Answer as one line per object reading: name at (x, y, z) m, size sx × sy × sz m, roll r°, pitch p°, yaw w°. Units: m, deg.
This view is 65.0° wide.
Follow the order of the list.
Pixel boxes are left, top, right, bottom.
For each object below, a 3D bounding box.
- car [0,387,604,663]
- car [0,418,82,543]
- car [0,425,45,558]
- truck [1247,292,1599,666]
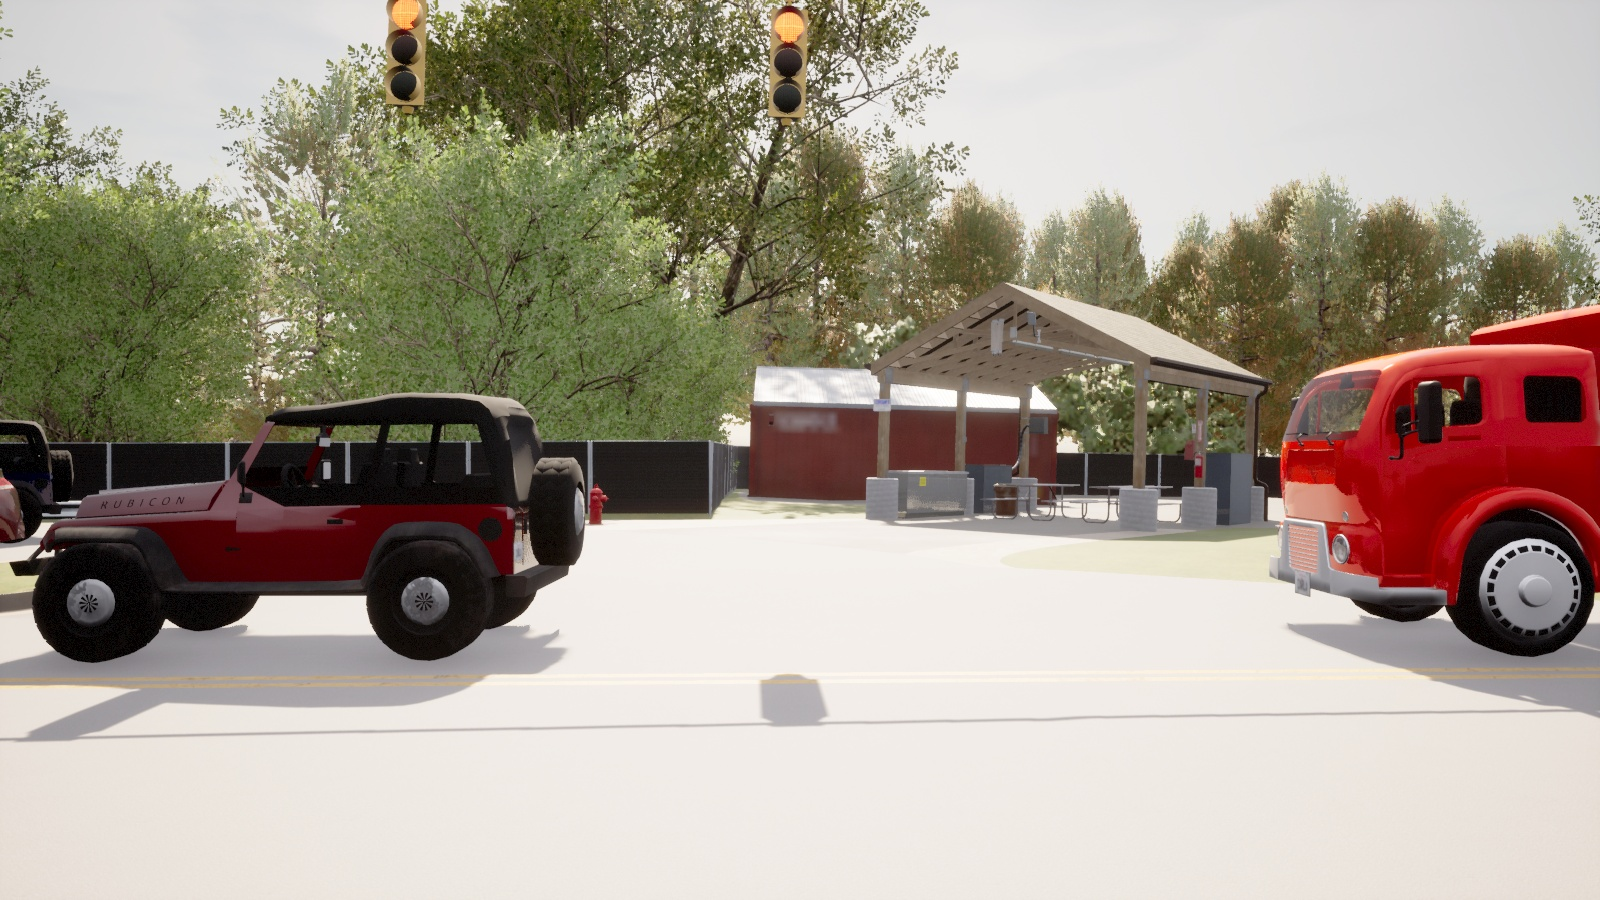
car at (-3.577, 0.518, 9.586) m, size 3.866 × 1.878 × 1.905 m, roll 0°, pitch 0°, yaw 0°
car at (-13.278, 0.428, 19.138) m, size 3.866 × 1.878 × 1.905 m, roll 1°, pitch 1°, yaw -36°
car at (-12.020, 0.471, 14.677) m, size 2.152 × 1.651 × 5.027 m, roll 1°, pitch 0°, yaw 41°
truck at (6.484, 0.191, 9.585) m, size 5.204 × 2.467 × 2.627 m, roll 0°, pitch 0°, yaw 1°
